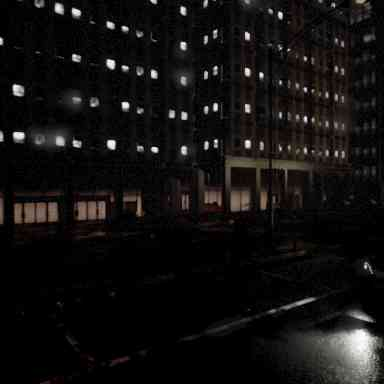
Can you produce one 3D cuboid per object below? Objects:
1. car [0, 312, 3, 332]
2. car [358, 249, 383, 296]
[{"bbox_3d":[-4.404,1.576,3.419,4.313,1.339,1.947,0,0,-36],"label":"car"},{"bbox_3d":[5.613,1.478,7.380,4.674,1.442,1.812,0,0,-35],"label":"car"}]
